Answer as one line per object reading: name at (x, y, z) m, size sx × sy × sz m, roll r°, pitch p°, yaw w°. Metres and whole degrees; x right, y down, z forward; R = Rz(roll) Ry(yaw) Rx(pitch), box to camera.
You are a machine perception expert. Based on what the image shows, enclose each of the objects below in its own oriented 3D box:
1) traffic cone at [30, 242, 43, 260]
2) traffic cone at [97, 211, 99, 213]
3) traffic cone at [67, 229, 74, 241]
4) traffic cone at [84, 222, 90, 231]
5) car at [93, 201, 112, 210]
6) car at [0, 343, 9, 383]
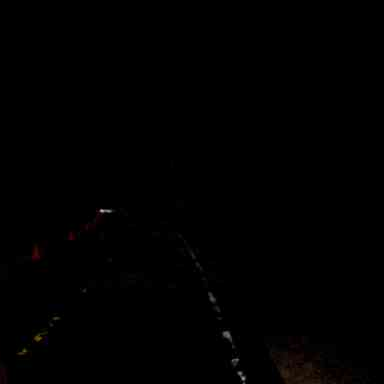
traffic cone at (-5.627, 2.115, 12.020) m, size 0.340 × 0.580 × 0.340 m, roll 0°, pitch -1°, yaw -5°
traffic cone at (-8.791, 2.357, 31.385) m, size 0.340 × 0.580 × 0.340 m, roll 0°, pitch -1°, yaw -13°
traffic cone at (-6.174, 2.175, 16.898) m, size 0.340 × 0.580 × 0.340 m, roll 0°, pitch -1°, yaw -7°
traffic cone at (-6.884, 2.236, 21.756) m, size 0.340 × 0.580 × 0.340 m, roll 0°, pitch -1°, yaw -9°
car at (-15.385, 2.280, 56.967) m, size 2.033 × 1.411 × 5.357 m, roll 0°, pitch -1°, yaw -31°
car at (-2.785, 1.591, 1.613) m, size 1.994 × 1.385 × 4.181 m, roll 0°, pitch -1°, yaw -1°
